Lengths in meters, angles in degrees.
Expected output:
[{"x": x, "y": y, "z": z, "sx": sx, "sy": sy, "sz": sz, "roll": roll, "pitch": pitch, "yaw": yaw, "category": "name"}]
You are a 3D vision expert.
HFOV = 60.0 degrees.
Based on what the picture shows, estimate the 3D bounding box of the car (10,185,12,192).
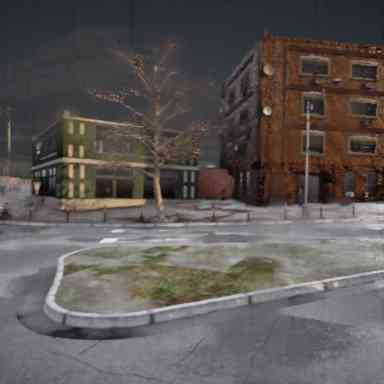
[{"x": -45.121, "y": -0.603, "z": 76.150, "sx": 5.566, "sy": 2.045, "sz": 2.435, "roll": 1, "pitch": 1, "yaw": -24, "category": "car"}]

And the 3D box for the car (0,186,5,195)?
[{"x": -40.665, "y": -0.054, "z": 65.976, "sx": 5.008, "sy": 1.535, "sz": 2.097, "roll": 1, "pitch": 1, "yaw": -24, "category": "car"}]

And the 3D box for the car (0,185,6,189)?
[{"x": -41.715, "y": -0.124, "z": 68.414, "sx": 4.892, "sy": 1.521, "sz": 2.231, "roll": 1, "pitch": 1, "yaw": -24, "category": "car"}]

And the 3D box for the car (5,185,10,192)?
[{"x": -42.797, "y": -0.450, "z": 70.964, "sx": 5.566, "sy": 2.045, "sz": 2.435, "roll": 1, "pitch": 1, "yaw": -24, "category": "car"}]
